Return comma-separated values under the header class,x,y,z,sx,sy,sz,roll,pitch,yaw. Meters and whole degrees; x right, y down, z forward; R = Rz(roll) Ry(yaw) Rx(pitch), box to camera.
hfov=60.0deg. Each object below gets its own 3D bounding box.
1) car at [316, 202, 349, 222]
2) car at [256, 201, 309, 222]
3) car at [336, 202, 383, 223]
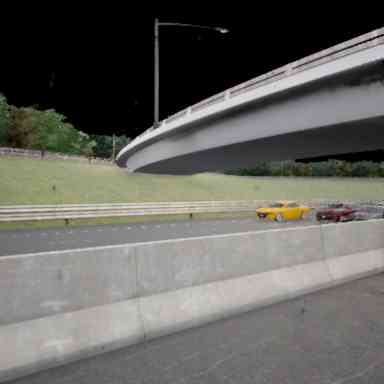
class,x,y,z,sx,sy,sz,roll,pitch,yaw
car,11.387,1.507,25.083,5.008,1.535,1.882,0,0,-36
car,7.247,1.497,26.416,5.008,1.535,1.882,0,0,-36
car,11.654,1.567,20.963,5.357,1.411,2.033,0,0,-36
